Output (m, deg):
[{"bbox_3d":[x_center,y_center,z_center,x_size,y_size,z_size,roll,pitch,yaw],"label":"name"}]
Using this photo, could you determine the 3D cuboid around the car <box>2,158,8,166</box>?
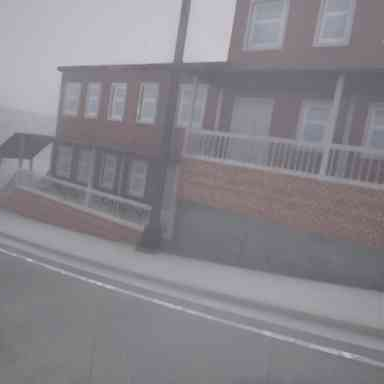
[{"bbox_3d":[-22.069,-3.622,35.176,1.812,1.442,4.674,14,8,35],"label":"car"}]

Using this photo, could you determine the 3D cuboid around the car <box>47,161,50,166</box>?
[{"bbox_3d":[-16.292,-3.539,43.197,1.895,1.301,4.718,14,8,35],"label":"car"}]
